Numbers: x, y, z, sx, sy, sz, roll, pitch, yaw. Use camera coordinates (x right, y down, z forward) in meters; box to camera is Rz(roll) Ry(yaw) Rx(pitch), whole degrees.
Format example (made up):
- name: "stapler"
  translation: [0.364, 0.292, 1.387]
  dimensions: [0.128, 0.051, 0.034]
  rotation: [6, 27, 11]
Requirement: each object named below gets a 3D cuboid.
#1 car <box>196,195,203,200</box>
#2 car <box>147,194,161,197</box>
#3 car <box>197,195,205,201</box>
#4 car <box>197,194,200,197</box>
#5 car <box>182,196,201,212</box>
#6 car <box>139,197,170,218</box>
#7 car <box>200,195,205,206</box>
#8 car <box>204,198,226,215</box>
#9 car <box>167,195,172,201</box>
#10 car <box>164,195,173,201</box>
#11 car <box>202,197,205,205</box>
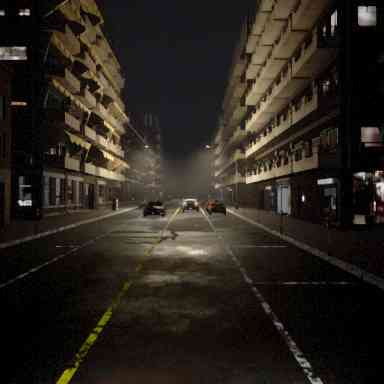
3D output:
- name: "car"
  translation: [2.048, 1.574, 94.496]
  dimensions: [1.887, 1.381, 4.507]
  rotation: [1, 0, 0]
- name: "car"
  translation: [-6.010, 1.329, 49.912]
  dimensions: [2.192, 1.841, 5.009]
  rotation: [1, 0, 0]
- name: "car"
  translation: [2.150, 1.550, 83.525]
  dimensions: [1.752, 1.417, 4.829]
  rotation: [1, 0, 0]
- name: "car"
  translation: [-0.299, 1.366, 48.256]
  dimensions: [2.097, 1.767, 4.553]
  rotation: [0, 0, 0]
- name: "car"
  translation: [-0.170, 1.536, 38.417]
  dimensions: [1.812, 1.442, 4.674]
  rotation: [0, 0, -1]
- name: "car"
  translation: [-3.305, 1.513, 30.304]
  dimensions: [1.837, 1.490, 4.892]
  rotation: [0, 0, 0]
- name: "car"
  translation: [2.328, 1.598, 55.499]
  dimensions: [1.802, 1.307, 4.206]
  rotation: [1, 0, 0]
- name: "car"
  translation: [2.477, 1.534, 33.385]
  dimensions: [1.752, 1.417, 4.829]
  rotation: [1, 0, 0]
- name: "car"
  translation: [-6.235, 1.550, 83.168]
  dimensions: [1.752, 1.417, 4.829]
  rotation: [1, 0, 0]
- name: "car"
  translation: [-6.275, 1.593, 88.909]
  dimensions: [1.947, 1.339, 4.313]
  rotation: [1, 0, 0]
- name: "car"
  translation: [2.440, 1.593, 38.787]
  dimensions: [1.802, 1.307, 4.206]
  rotation: [1, 0, 0]
